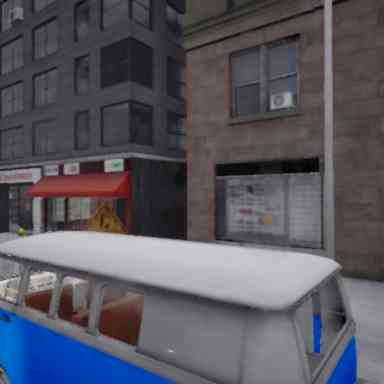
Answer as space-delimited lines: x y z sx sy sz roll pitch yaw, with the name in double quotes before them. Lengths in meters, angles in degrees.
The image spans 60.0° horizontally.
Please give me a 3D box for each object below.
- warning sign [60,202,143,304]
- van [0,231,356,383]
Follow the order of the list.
"warning sign" -1.877 1.160 7.013 1.060 1.860 1.300 0 0 36
"van" -0.567 1.360 3.221 3.998 1.788 1.690 -1 0 36
